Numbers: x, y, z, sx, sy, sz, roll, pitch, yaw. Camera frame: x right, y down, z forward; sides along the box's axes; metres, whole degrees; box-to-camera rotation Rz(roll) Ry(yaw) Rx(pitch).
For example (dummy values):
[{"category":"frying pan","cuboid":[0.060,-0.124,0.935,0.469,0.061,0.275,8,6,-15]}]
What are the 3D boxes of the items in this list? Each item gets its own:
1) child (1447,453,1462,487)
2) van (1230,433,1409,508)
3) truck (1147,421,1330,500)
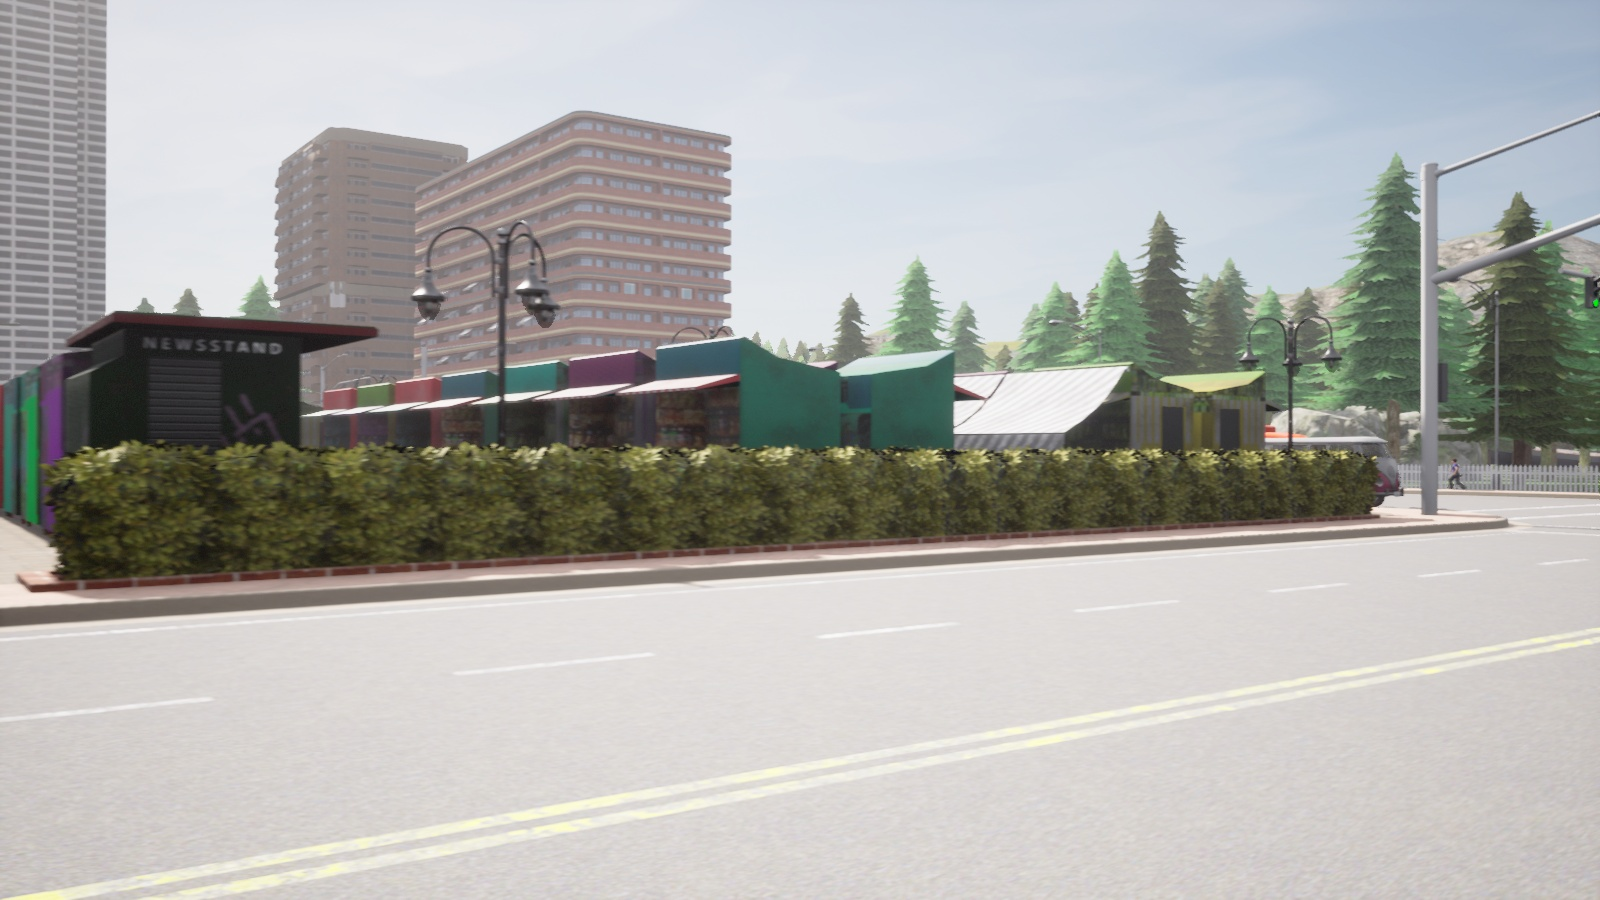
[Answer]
[{"category":"child","cuboid":[24.465,0.747,46.942,0.270,1.263,0.437,0,0,-36]},{"category":"van","cuboid":[14.696,0.554,35.758,1.775,1.987,4.442,0,0,-36]},{"category":"truck","cuboid":[14.533,0.330,41.893,2.627,2.467,5.204,0,0,-36]}]
